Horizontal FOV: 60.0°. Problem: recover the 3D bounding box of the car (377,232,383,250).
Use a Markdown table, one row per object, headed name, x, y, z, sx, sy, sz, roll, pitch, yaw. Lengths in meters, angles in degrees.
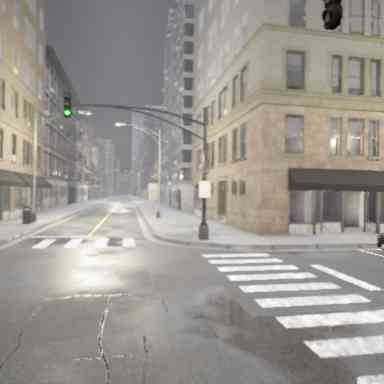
| name | x | y | z | sx | sy | sz | roll | pitch | yaw |
| --- | --- | --- | --- | --- | --- | --- | --- | --- | --- |
| car | 9.524 | 1.764 | 13.073 | 4.313 | 1.339 | 1.947 | 1 | 0 | -11 |
